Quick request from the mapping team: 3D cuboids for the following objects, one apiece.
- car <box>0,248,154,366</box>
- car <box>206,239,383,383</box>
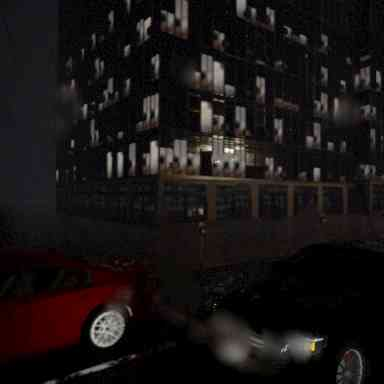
[{"bbox_3d":[-2.714,1.544,4.612,4.507,1.381,1.887,0,1,-35],"label":"car"},{"bbox_3d":[2.370,1.518,5.069,4.674,1.442,1.812,0,0,-35],"label":"car"}]
